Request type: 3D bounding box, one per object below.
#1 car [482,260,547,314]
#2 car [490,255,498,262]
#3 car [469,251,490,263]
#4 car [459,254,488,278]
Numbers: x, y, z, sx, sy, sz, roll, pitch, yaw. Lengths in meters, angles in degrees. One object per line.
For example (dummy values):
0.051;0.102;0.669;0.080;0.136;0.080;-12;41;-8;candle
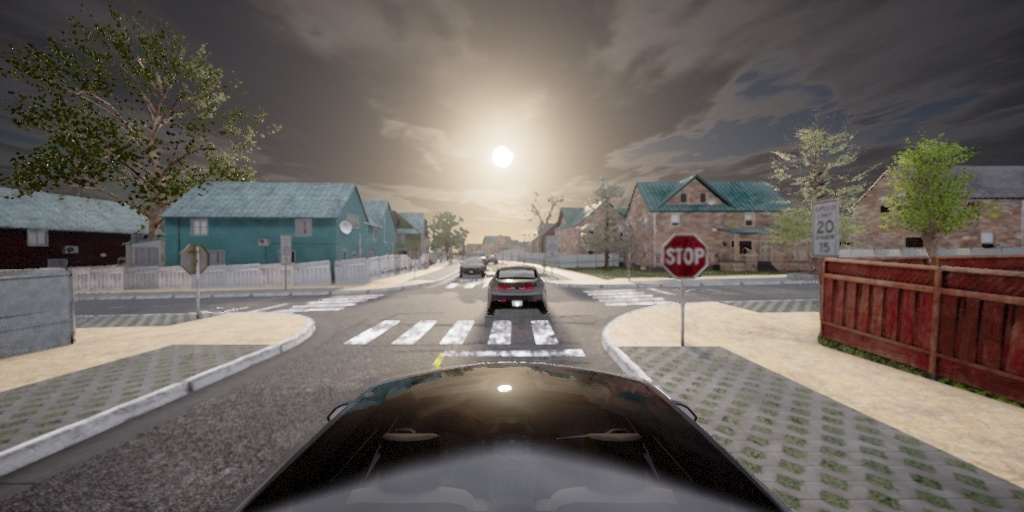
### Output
0.164;1.057;12.633;1.837;1.490;4.892;0;1;0;car
-3.391;0.585;58.472;1.812;1.442;4.674;0;0;-10;car
-3.905;0.470;40.011;2.150;2.045;5.566;0;1;-6;car
-3.122;0.856;28.699;1.882;1.535;5.008;0;1;-3;car
